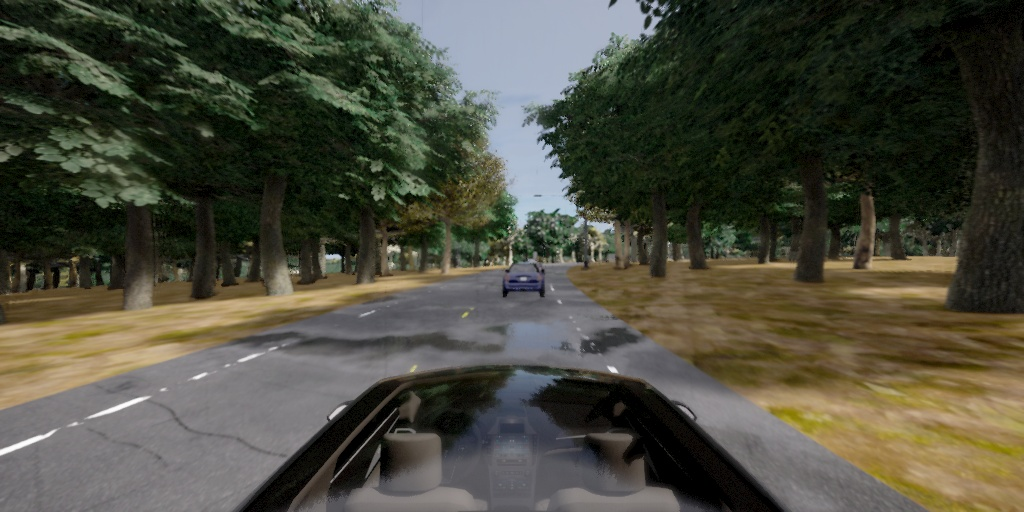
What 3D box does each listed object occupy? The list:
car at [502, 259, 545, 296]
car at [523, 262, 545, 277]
[{"bbox_3d":[0.671,1.091,19.132,2.097,1.767,4.553,0,0,4],"label":"car"},{"bbox_3d":[2.220,1.294,35.235,1.895,1.301,4.718,0,0,7],"label":"car"}]
